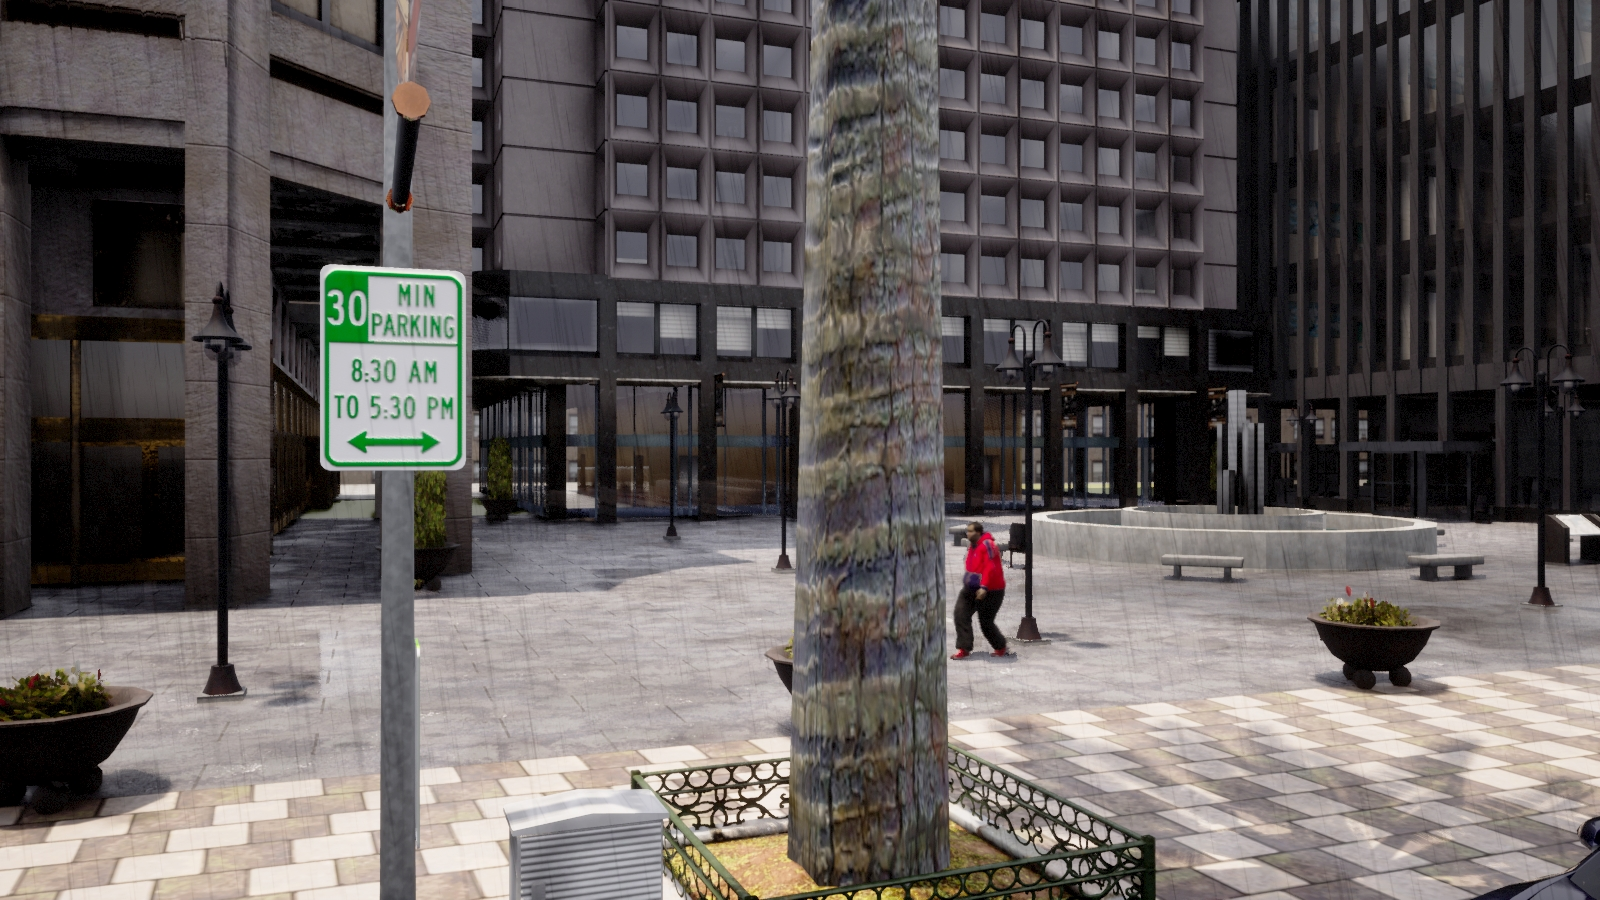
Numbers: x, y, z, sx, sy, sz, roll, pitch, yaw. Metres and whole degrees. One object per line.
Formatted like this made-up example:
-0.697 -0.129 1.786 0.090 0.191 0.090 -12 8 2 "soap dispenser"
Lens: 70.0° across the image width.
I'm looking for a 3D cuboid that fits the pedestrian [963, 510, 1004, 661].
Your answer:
2.327 1.712 14.522 0.375 1.860 0.375 0 0 -23 "pedestrian"
